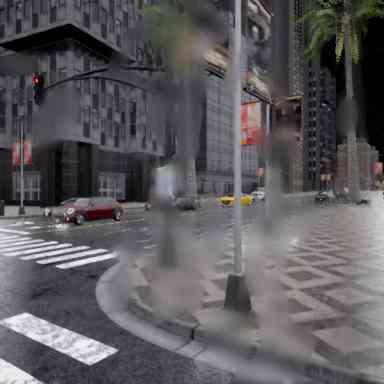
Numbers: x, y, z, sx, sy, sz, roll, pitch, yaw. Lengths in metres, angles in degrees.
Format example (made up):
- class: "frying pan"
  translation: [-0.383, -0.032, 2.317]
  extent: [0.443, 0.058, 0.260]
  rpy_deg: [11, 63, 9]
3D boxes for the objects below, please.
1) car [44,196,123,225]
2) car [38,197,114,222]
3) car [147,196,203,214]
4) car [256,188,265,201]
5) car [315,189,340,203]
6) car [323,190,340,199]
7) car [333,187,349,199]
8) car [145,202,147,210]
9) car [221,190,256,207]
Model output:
- class: "car"
  translation: [-6.659, 1.071, 21.449]
  extent: [2.097, 1.767, 4.553]
  rpy_deg: [0, 1, 35]
- class: "car"
  translation: [-8.423, 1.177, 24.563]
  extent: [2.128, 1.511, 4.902]
  rpy_deg: [0, 1, 36]
- class: "car"
  translation: [-1.163, 1.098, 29.208]
  extent: [2.033, 1.411, 5.357]
  rpy_deg: [0, 1, 35]
- class: "car"
  translation: [11.078, 0.327, 51.926]
  extent: [2.150, 2.045, 5.566]
  rpy_deg: [0, 1, 35]
- class: "car"
  translation: [17.858, 0.674, 44.459]
  extent: [1.837, 1.490, 4.892]
  rpy_deg: [0, 1, 35]
- class: "car"
  translation: [25.807, 0.349, 61.297]
  extent: [1.882, 1.535, 5.008]
  rpy_deg: [0, 1, 36]
- class: "car"
  translation: [23.720, 0.229, 52.738]
  extent: [2.150, 2.045, 5.566]
  rpy_deg: [0, 1, 36]
- class: "car"
  translation: [-2.616, 1.035, 32.764]
  extent: [1.812, 1.442, 4.674]
  rpy_deg: [0, 1, 35]
- class: "car"
  translation: [5.086, 0.843, 38.006]
  extent: [1.882, 1.535, 5.008]
  rpy_deg: [0, 1, 36]
